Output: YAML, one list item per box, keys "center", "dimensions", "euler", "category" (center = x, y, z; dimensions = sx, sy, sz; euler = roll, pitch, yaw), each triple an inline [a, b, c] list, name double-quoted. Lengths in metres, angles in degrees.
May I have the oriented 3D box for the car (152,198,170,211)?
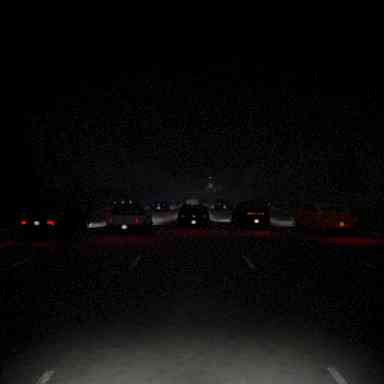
- center: [-3.427, 1.330, 36.582]
  dimensions: [1.895, 1.301, 4.718]
  euler: [0, 0, 0]
  category: "car"

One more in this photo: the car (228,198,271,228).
- center: [3.593, 1.349, 20.935]
  dimensions: [1.837, 1.490, 4.892]
  euler: [0, 0, 0]
  category: "car"

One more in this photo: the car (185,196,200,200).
- center: [0.082, 1.215, 41.826]
  dimensions: [1.812, 1.442, 4.674]
  euler: [0, 1, 0]
  category: "car"

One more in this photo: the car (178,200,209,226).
- center: [0.093, 1.440, 21.674]
  dimensions: [1.895, 1.301, 4.718]
  euler: [0, 0, 0]
  category: "car"

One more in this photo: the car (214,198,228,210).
- center: [3.577, 1.316, 38.332]
  dimensions: [1.895, 1.301, 4.718]
  euler: [0, 0, 0]
  category: "car"

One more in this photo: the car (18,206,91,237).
- center: [-6.905, 1.419, 17.292]
  dimensions: [2.033, 1.411, 5.357]
  euler: [0, 0, 0]
  category: "car"

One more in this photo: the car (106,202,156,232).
- center: [-3.407, 1.460, 18.935]
  dimensions: [1.895, 1.301, 4.718]
  euler: [0, 0, 0]
  category: "car"

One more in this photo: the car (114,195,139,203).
- center: [-6.936, 1.087, 35.550]
  dimensions: [2.097, 1.767, 4.553]
  euler: [0, 0, 0]
  category: "car"

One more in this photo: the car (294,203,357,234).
- center: [7.095, 1.341, 18.211]
  dimensions: [1.882, 1.535, 5.008]
  euler: [0, 1, 0]
  category: "car"
